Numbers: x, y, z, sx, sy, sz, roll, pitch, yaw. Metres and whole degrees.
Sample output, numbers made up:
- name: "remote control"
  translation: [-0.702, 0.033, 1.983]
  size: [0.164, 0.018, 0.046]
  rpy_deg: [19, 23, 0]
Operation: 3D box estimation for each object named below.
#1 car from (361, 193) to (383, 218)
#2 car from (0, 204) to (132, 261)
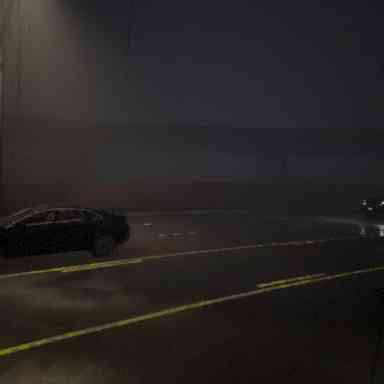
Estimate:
- name: "car"
  translation: [13.651, 0.669, 21.232]
  size: [5.566, 2.045, 2.150]
  rpy_deg: [0, 2, -16]
- name: "car"
  translation: [-4.161, 1.107, 9.444]
  size: [4.902, 1.511, 2.128]
  rpy_deg: [-1, 2, -33]
